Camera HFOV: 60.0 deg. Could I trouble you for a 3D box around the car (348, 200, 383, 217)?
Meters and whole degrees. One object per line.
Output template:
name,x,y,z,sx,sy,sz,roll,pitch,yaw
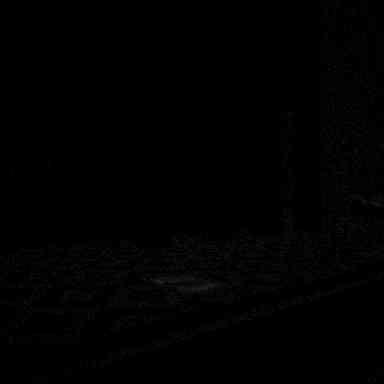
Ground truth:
car,14.846,1.365,28.314,2.008,1.369,4.403,1,0,-36

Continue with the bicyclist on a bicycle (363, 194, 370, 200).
bicyclist on a bicycle,20.869,1.027,39.644,1.656,1.620,0.582,0,1,-36

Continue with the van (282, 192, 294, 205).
van,12.282,0.928,46.588,1.690,1.788,3.998,1,0,-36
